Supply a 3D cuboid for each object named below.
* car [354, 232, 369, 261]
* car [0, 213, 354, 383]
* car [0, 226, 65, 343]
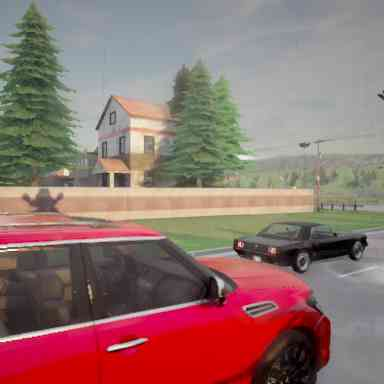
[{"bbox_3d":[3.652,1.601,10.667,4.718,1.301,1.895,0,0,-36],"label":"car"},{"bbox_3d":[-1.111,1.219,3.002,5.566,2.045,2.150,0,0,-35],"label":"car"},{"bbox_3d":[-4.677,1.478,4.826,5.008,1.535,1.882,0,0,-34],"label":"car"}]
